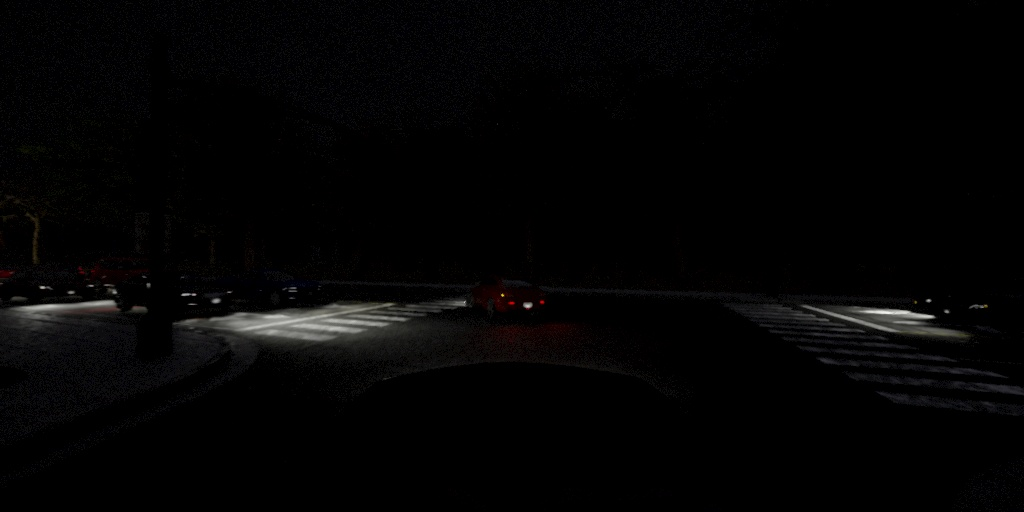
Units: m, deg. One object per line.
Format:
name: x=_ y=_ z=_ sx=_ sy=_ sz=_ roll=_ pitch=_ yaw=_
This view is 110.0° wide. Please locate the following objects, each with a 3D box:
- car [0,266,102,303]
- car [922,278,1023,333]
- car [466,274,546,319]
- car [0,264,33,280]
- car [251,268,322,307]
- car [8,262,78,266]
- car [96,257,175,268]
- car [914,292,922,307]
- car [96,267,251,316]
car: x=-21.892 y=1.350 z=16.882 sx=4.674 sy=1.442 sz=1.812 roll=0 pitch=-1 yaw=21
car: x=15.368 y=1.399 z=10.065 sx=4.674 sy=1.442 sz=1.812 roll=0 pitch=-1 yaw=21
car: x=-0.294 y=1.392 z=13.394 sx=1.812 sy=1.442 sz=4.674 roll=1 pitch=-1 yaw=-20
car: x=-47.335 y=1.494 z=33.467 sx=4.181 sy=1.385 sz=1.994 roll=0 pitch=-1 yaw=21
car: x=-10.925 y=1.341 z=16.238 sx=5.008 sy=1.535 sz=1.882 roll=0 pitch=-1 yaw=22
car: x=-30.527 y=1.359 z=23.604 sx=5.008 sy=1.535 sz=1.882 roll=0 pitch=-1 yaw=21
car: x=-20.687 y=1.094 z=19.902 sx=5.566 sy=2.045 sz=2.150 roll=0 pitch=-1 yaw=20
car: x=17.472 y=1.483 z=12.748 sx=4.181 sy=1.385 sz=1.994 roll=0 pitch=-1 yaw=21
car: x=-12.630 y=1.307 z=13.410 sx=4.902 sy=1.511 sz=2.128 roll=0 pitch=-1 yaw=21
